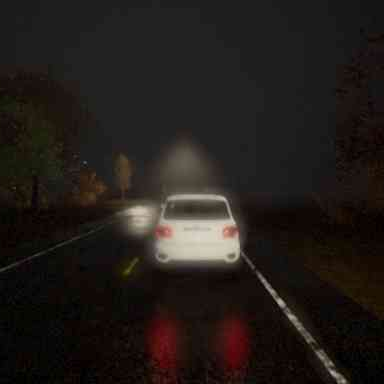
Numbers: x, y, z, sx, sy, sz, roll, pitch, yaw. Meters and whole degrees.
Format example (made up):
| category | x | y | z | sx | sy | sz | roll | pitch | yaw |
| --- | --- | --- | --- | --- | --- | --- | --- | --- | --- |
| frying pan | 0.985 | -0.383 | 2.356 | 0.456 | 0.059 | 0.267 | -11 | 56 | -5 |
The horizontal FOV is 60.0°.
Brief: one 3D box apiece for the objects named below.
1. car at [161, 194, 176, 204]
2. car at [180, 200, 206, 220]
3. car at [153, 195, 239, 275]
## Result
| category | x | y | z | sx | sy | sz | roll | pitch | yaw |
| --- | --- | --- | --- | --- | --- | --- | --- | --- | --- |
| car | -3.582 | 1.079 | 51.138 | 1.994 | 1.385 | 4.181 | 0 | 1 | 0 |
| car | 0.059 | 1.343 | 26.704 | 1.895 | 1.301 | 4.718 | 0 | 1 | 0 |
| car | 0.072 | 1.112 | 10.279 | 2.150 | 2.045 | 5.566 | 0 | -1 | -1 |
